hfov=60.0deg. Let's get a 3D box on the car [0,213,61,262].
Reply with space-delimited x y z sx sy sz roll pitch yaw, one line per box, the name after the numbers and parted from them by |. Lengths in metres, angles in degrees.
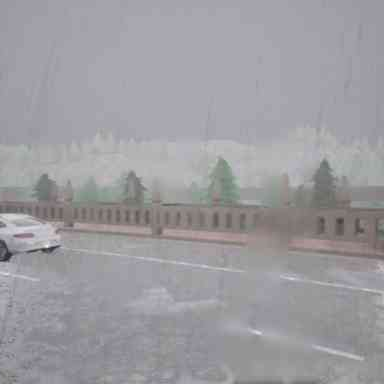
-6.721 1.498 11.917 4.674 1.442 1.812 0 0 29 | car
